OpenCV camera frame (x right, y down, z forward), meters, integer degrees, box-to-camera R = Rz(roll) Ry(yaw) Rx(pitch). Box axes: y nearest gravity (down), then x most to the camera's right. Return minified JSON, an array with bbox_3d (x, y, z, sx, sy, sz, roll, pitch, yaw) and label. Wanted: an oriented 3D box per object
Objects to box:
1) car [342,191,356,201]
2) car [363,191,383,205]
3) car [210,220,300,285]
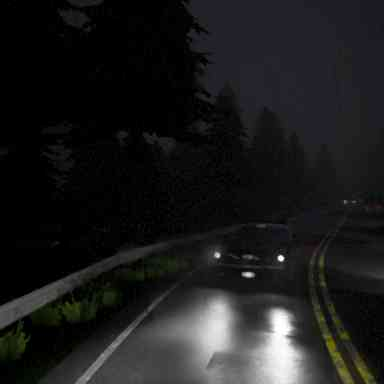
[{"bbox_3d":[25.199,0.605,53.266,2.033,1.411,5.357,-2,0,26],"label":"car"},{"bbox_3d":[21.786,0.683,40.022,2.128,1.511,4.902,-2,0,30],"label":"car"},{"bbox_3d":[2.014,1.517,9.525,1.895,1.301,4.718,-1,0,20],"label":"car"}]
